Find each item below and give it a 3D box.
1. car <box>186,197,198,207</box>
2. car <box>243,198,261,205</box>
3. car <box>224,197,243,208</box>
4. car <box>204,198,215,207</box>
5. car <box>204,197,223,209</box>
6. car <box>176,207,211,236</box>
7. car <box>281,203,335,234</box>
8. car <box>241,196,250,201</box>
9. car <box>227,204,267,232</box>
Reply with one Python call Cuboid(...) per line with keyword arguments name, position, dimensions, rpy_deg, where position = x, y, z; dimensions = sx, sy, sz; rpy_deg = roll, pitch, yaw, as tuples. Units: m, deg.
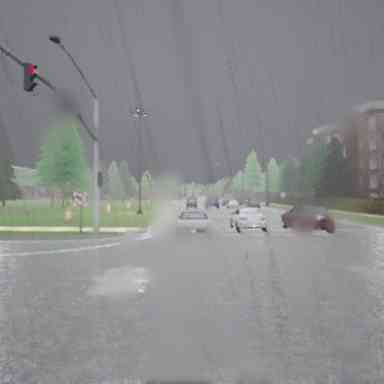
Cuboid(name="car", position=(-0.028, 2.042, 56.318), dimensions=(1.882, 1.535, 5.008), rpy_deg=(0, -1, 0))
Cuboid(name="car", position=(10.472, 2.171, 56.769), dimensions=(1.895, 1.301, 4.718), rpy_deg=(0, -1, 0))
Cuboid(name="car", position=(6.972, 2.095, 56.738), dimensions=(1.812, 1.442, 4.674), rpy_deg=(0, -1, 0))
Cuboid(name="car", position=(3.467, 2.018, 66.708), dimensions=(2.097, 1.767, 4.553), rpy_deg=(0, -1, 0))
Cuboid(name="car", position=(3.472, 1.787, 56.353), dimensions=(2.150, 2.045, 5.566), rpy_deg=(0, -1, 0))
Cuboid(name="car", position=(0.090, 1.800, 19.785), dimensions=(1.895, 1.301, 4.718), rpy_deg=(0, -1, 0))
Cuboid(name="car", position=(7.091, 1.562, 20.835), dimensions=(2.097, 1.767, 4.553), rpy_deg=(0, -1, 0))
Cuboid(name="car", position=(10.467, 1.872, 66.774), dimensions=(2.150, 2.045, 5.566), rpy_deg=(0, -1, 0))
Cuboid(name="car", position=(3.576, 1.742, 21.528), dimensions=(1.812, 1.442, 4.674), rpy_deg=(0, -1, 0))
